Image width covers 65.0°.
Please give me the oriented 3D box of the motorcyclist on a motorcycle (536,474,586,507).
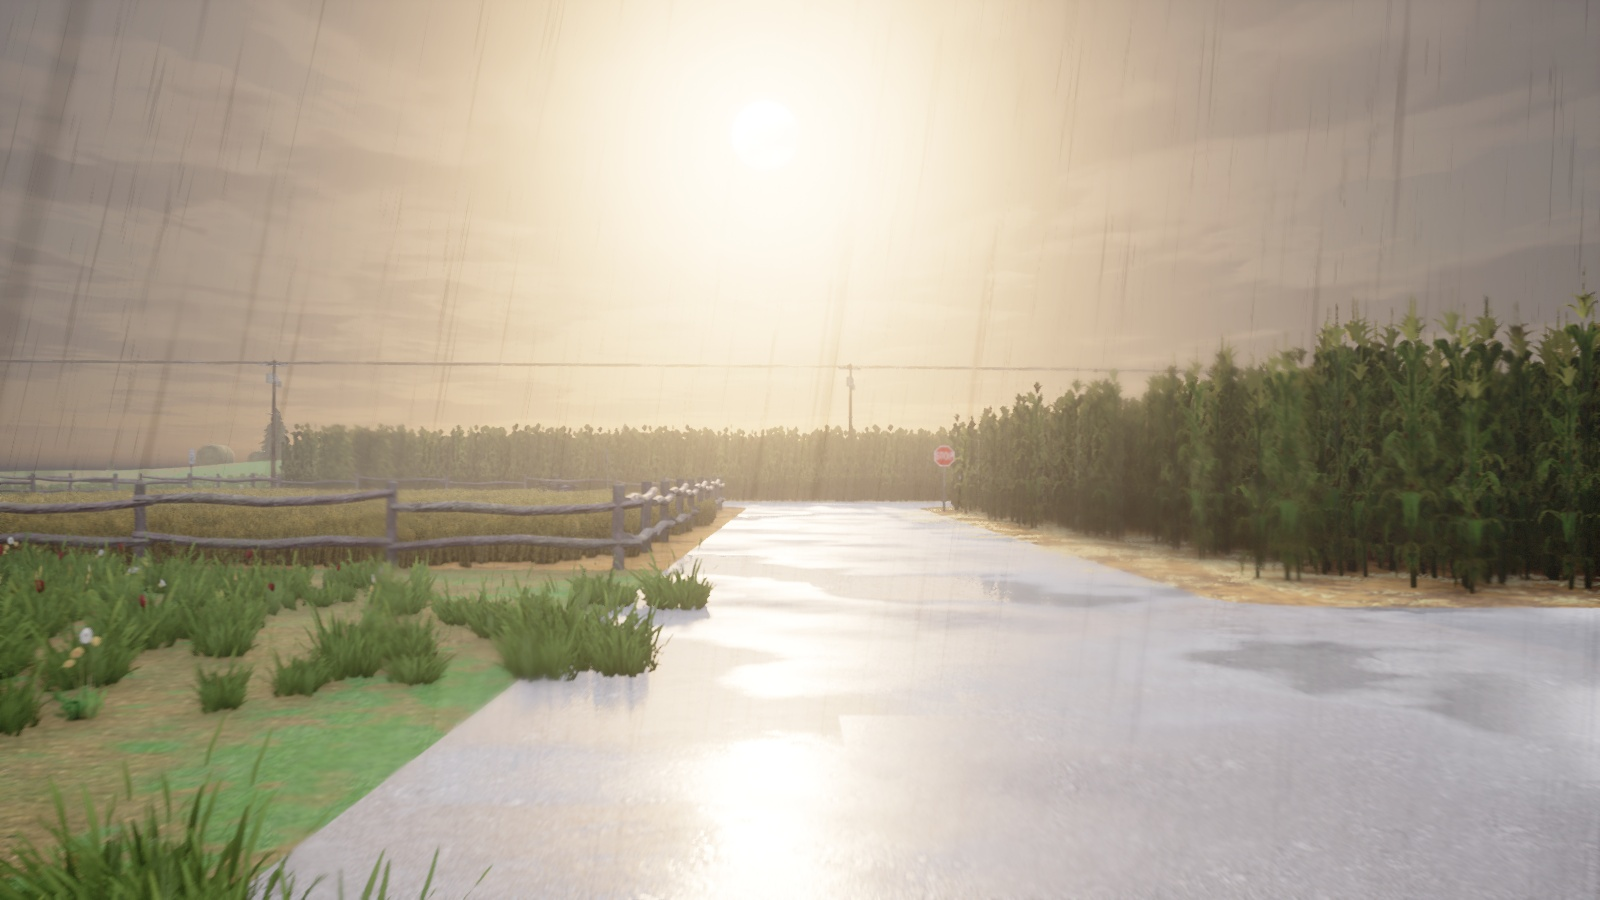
[{"bbox_3d":[-11.247,1.884,59.072,2.191,1.530,0.866,0,-1,0],"label":"motorcyclist on a motorcycle"}]
